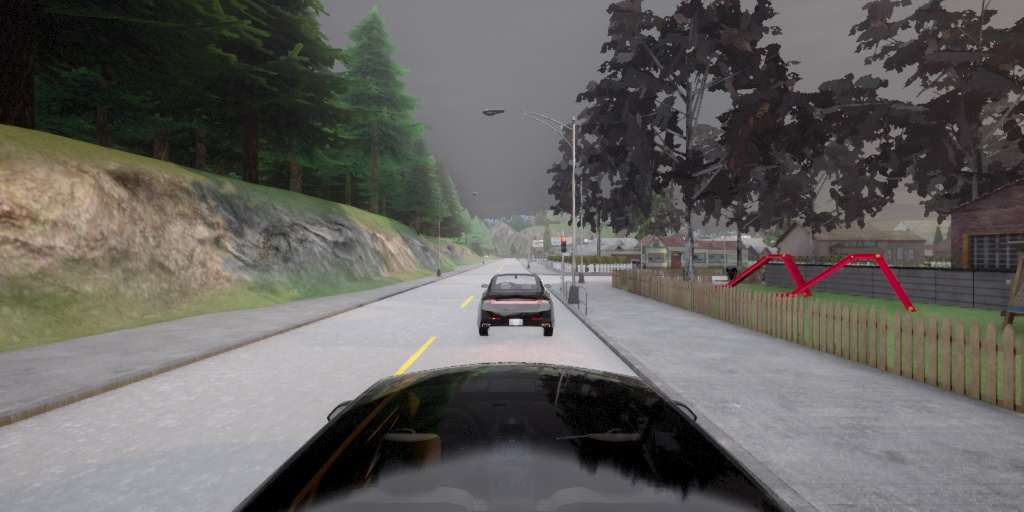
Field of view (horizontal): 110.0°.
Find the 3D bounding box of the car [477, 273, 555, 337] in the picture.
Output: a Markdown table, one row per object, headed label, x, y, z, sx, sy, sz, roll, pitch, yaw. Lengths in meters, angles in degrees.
| label | x | y | z | sx | sy | sz | roll | pitch | yaw |
| --- | --- | --- | --- | --- | --- | --- | --- | --- | --- |
| car | 0.116 | 1.242 | 10.307 | 2.128 | 1.511 | 4.902 | 0 | 0 | 1 |
